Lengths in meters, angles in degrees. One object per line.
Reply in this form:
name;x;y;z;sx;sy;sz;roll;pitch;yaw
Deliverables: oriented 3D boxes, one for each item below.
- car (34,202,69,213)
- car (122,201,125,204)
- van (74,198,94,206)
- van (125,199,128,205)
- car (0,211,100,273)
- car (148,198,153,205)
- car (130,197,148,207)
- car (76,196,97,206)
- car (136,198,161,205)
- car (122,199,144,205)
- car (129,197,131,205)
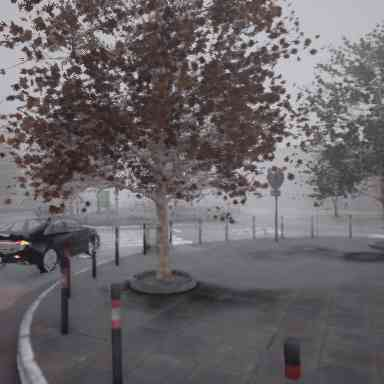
car;-14.884;1.762;35.524;2.128;1.511;4.902;0;0;5
car;-14.762;2.409;85.721;4.553;1.767;2.185;0;-2;-24
van;-27.279;2.434;84.006;4.442;1.987;1.878;0;-2;-24
van;-13.596;2.206;82.921;4.442;1.987;1.878;0;-2;-24
car;-4.782;1.602;11.171;2.128;1.511;4.902;0;-1;9
car;-8.508;1.971;71.894;4.553;1.767;2.185;0;-1;-24
car;-9.940;2.025;62.898;2.033;1.411;5.357;0;-1;-4
car;-20.520;1.890;68.814;5.566;2.045;2.435;0;-1;-24
car;-9.740;2.171;74.664;5.008;1.535;2.097;0;-1;-24
car;-15.759;2.641;88.465;5.366;1.575;1.946;0;-2;-24
car;-10.972;1.993;77.315;5.566;2.045;2.435;0;-2;-24
